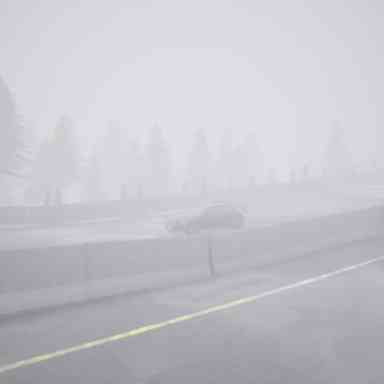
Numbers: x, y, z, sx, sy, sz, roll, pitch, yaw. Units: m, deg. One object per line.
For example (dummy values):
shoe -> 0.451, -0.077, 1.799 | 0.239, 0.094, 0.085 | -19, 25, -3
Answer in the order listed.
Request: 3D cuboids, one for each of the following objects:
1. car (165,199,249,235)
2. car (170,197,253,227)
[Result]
car -> 0.798, 1.357, 17.556 | 4.674, 1.442, 1.812 | -3, 2, -36
car -> 1.401, 1.227, 22.308 | 5.357, 1.411, 2.033 | -4, 2, -36
